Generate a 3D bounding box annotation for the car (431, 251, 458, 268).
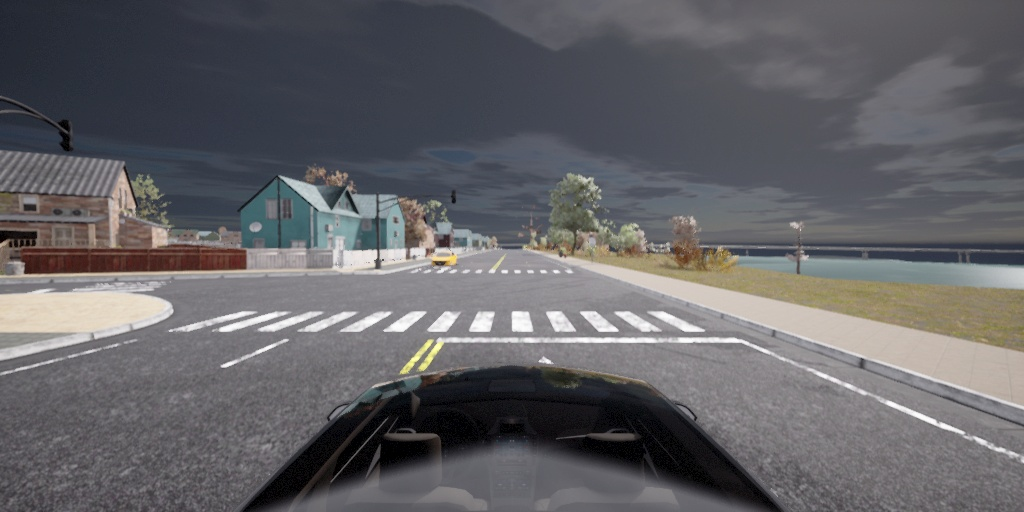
[{"bbox_3d":[-6.424,0.284,34.355,1.882,1.535,5.008,0,3,0],"label":"car"}]
